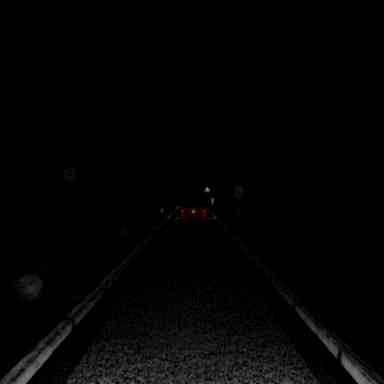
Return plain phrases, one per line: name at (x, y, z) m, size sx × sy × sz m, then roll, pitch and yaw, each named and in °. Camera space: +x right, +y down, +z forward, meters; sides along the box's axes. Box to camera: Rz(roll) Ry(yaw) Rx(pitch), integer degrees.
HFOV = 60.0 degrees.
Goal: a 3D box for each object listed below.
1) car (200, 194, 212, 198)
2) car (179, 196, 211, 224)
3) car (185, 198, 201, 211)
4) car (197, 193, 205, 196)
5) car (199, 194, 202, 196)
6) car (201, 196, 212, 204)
car at (3.008, 1.627, 60.328) m, size 2.231 × 1.521 × 4.892 m, roll 0°, pitch 0°, yaw 0°
car at (0.105, 1.405, 25.410) m, size 2.097 × 1.767 × 4.553 m, roll 0°, pitch 0°, yaw 0°
car at (0.107, 1.585, 42.980) m, size 1.882 × 1.535 × 5.008 m, roll 0°, pitch 0°, yaw 0°
car at (3.014, 1.400, 87.974) m, size 2.435 × 2.045 × 5.566 m, roll 0°, pitch 0°, yaw 0°
car at (3.009, 1.635, 65.975) m, size 2.231 × 1.521 × 4.892 m, roll 0°, pitch 0°, yaw 0°
car at (3.010, 1.669, 71.533) m, size 2.163 × 1.488 × 4.792 m, roll 0°, pitch 0°, yaw 0°
